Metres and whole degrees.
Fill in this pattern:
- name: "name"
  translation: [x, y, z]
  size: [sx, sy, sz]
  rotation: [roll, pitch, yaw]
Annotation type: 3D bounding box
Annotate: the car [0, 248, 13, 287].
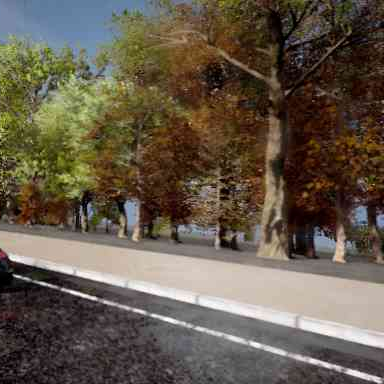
- name: "car"
  translation: [-6.227, 1.575, 8.126]
  size: [4.181, 1.385, 1.994]
  rotation: [0, 0, 35]
